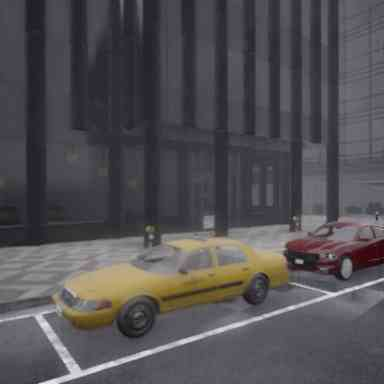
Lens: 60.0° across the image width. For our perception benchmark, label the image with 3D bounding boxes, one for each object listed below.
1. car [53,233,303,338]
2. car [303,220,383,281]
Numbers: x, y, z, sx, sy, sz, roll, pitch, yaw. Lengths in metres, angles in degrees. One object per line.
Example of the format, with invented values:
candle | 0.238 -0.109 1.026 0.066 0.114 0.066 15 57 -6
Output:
car | -0.102 1.535 6.581 4.829 1.417 1.752 0 0 -35
car | 4.631 1.571 9.956 4.507 1.381 1.887 0 0 -35
